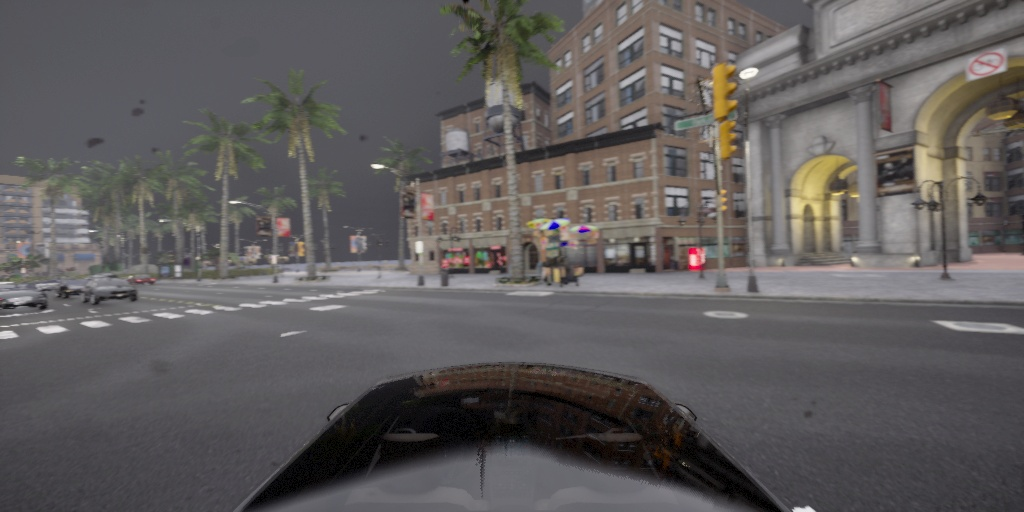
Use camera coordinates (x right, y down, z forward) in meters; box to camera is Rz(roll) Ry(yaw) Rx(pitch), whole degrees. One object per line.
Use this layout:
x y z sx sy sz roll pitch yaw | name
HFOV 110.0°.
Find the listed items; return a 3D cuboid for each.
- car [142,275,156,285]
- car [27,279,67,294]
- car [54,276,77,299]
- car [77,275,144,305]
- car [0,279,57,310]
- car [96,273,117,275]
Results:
-45.480 2.984 43.662 4.718 1.301 1.895 -2 0 29 | car
-47.541 3.063 36.639 4.718 1.301 1.895 -2 0 31 | car
-34.141 2.526 28.209 5.357 1.411 2.033 -2 0 32 | car
-25.427 2.169 22.658 4.892 1.490 1.837 -2 0 33 | car
-27.183 2.221 19.626 4.902 1.511 2.128 -2 0 33 | car
-46.655 2.933 40.293 4.892 1.490 1.837 -2 0 29 | car
